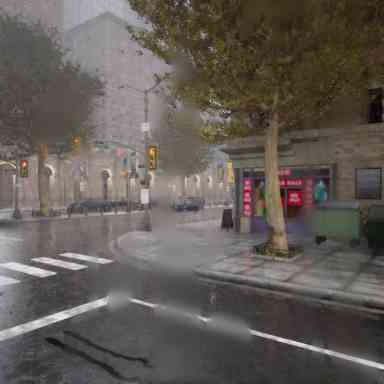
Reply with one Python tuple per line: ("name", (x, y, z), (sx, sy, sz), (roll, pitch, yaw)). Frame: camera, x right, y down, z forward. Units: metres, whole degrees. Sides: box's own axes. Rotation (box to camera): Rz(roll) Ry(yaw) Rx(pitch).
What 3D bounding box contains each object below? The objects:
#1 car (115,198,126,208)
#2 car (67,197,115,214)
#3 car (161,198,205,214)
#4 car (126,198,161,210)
("car", (-10.164, 1.595, 47.912), (1.895, 1.301, 4.718), (0, 0, 36))
("car", (-10.970, 1.352, 35.442), (2.097, 1.767, 4.553), (0, 0, 36))
("car", (-0.763, 1.601, 35.550), (1.895, 1.301, 4.718), (0, 0, 36))
("car", (-5.680, 1.505, 42.760), (1.837, 1.490, 4.892), (0, 0, 36))
